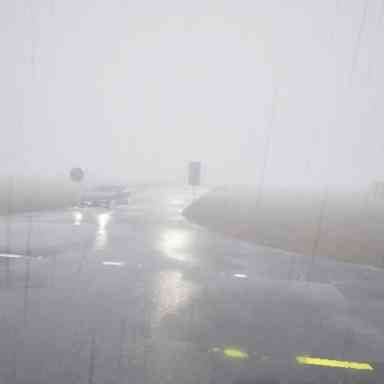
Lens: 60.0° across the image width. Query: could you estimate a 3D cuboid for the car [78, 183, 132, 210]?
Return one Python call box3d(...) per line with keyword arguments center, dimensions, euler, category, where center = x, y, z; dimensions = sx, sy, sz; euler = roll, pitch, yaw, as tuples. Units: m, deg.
box3d(center=(-5.130, 0.219, 20.203), dimensions=(1.837, 1.490, 4.892), euler=(2, 4, 9), category="car")
